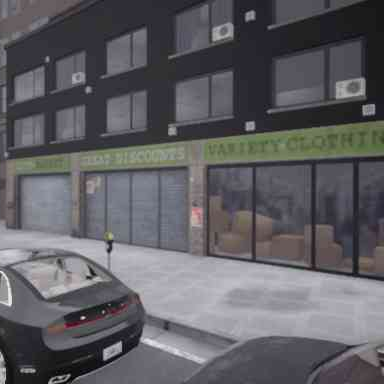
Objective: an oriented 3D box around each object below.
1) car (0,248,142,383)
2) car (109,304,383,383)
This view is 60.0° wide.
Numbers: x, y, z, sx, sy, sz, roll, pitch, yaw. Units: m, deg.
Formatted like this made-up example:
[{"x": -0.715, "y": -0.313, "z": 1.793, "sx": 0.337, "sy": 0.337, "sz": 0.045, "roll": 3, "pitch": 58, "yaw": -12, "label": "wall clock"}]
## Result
[{"x": -2.659, "y": 1.522, "z": 4.981, "sx": 4.403, "sy": 1.369, "sz": 2.008, "roll": 0, "pitch": 0, "yaw": 36, "label": "car"}, {"x": 1.835, "y": 1.554, "z": 1.771, "sx": 4.403, "sy": 1.369, "sz": 2.008, "roll": 0, "pitch": 0, "yaw": 36, "label": "car"}]
